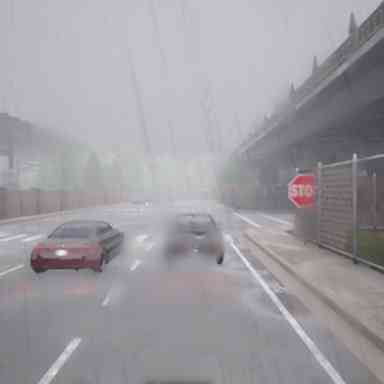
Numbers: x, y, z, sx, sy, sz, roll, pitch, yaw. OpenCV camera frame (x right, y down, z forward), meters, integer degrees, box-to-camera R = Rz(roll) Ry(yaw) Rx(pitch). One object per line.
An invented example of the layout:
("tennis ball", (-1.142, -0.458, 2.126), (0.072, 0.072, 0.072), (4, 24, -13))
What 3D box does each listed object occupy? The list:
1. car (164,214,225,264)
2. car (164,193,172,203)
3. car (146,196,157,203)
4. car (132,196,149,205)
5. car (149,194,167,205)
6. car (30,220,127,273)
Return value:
("car", (0.078, 1.512, 11.824), (2.128, 1.511, 4.902), (0, 0, 0))
("car", (-5.793, 1.361, 76.684), (2.150, 2.045, 5.566), (0, 0, 1))
("car", (-9.297, 1.609, 76.502), (1.882, 1.535, 5.008), (0, 0, 1))
("car", (-9.611, 1.613, 60.397), (1.837, 1.490, 4.892), (0, 0, 2))
("car", (-6.109, 1.613, 60.633), (1.837, 1.490, 4.892), (0, 0, 2))
("car", (-3.428, 1.583, 10.774), (1.994, 1.385, 4.181), (0, 0, 0))
